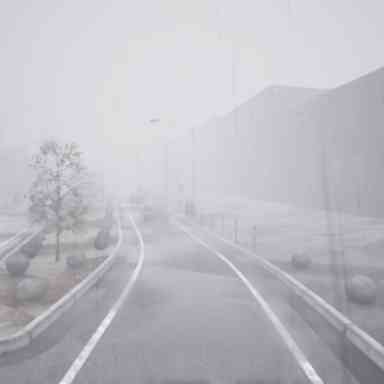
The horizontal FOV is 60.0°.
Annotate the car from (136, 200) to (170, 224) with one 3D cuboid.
[{"bbox_3d":[-2.978,1.604,25.627,1.895,1.301,4.718,0,3,-13],"label":"car"}]

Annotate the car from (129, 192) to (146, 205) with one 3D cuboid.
[{"bbox_3d":[-6.953,0.739,42.170,1.882,1.535,5.008,0,3,-14],"label":"car"}]
